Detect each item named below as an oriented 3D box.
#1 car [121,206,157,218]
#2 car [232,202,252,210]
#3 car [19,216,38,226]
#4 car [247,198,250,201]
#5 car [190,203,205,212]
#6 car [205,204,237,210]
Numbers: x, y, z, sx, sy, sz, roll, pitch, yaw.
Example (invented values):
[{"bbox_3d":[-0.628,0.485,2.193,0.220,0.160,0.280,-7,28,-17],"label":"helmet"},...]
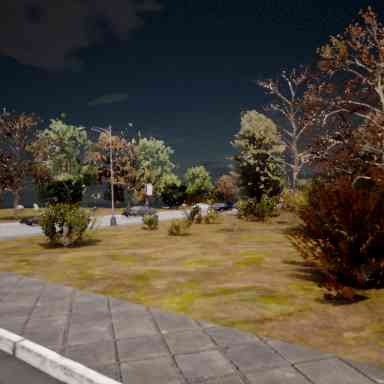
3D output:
[{"bbox_3d":[-6.838,2.537,43.569,2.033,1.411,5.357,-3,-2,32],"label":"car"},{"bbox_3d":[9.409,2.614,62.504,1.895,1.301,4.718,-3,-2,33],"label":"car"},{"bbox_3d":[-13.858,2.484,32.453,2.033,1.411,5.357,-3,-2,33],"label":"car"},{"bbox_3d":[11.614,2.057,59.501,2.150,2.045,5.566,-3,-2,32],"label":"car"},{"bbox_3d":[1.472,2.668,56.705,1.812,1.442,4.674,-3,-2,32],"label":"car"},{"bbox_3d":[4.216,2.313,47.704,1.895,1.301,4.718,-3,-2,32],"label":"car"}]
